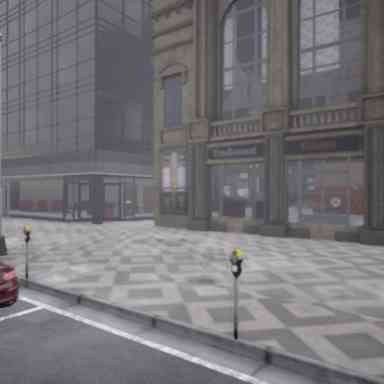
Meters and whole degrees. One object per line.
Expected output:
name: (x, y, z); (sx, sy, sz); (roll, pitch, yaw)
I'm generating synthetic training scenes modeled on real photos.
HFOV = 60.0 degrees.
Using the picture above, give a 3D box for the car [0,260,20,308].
car: (-5.019, 1.586, 6.542); (4.206, 1.307, 1.802); (0, 0, 36)
